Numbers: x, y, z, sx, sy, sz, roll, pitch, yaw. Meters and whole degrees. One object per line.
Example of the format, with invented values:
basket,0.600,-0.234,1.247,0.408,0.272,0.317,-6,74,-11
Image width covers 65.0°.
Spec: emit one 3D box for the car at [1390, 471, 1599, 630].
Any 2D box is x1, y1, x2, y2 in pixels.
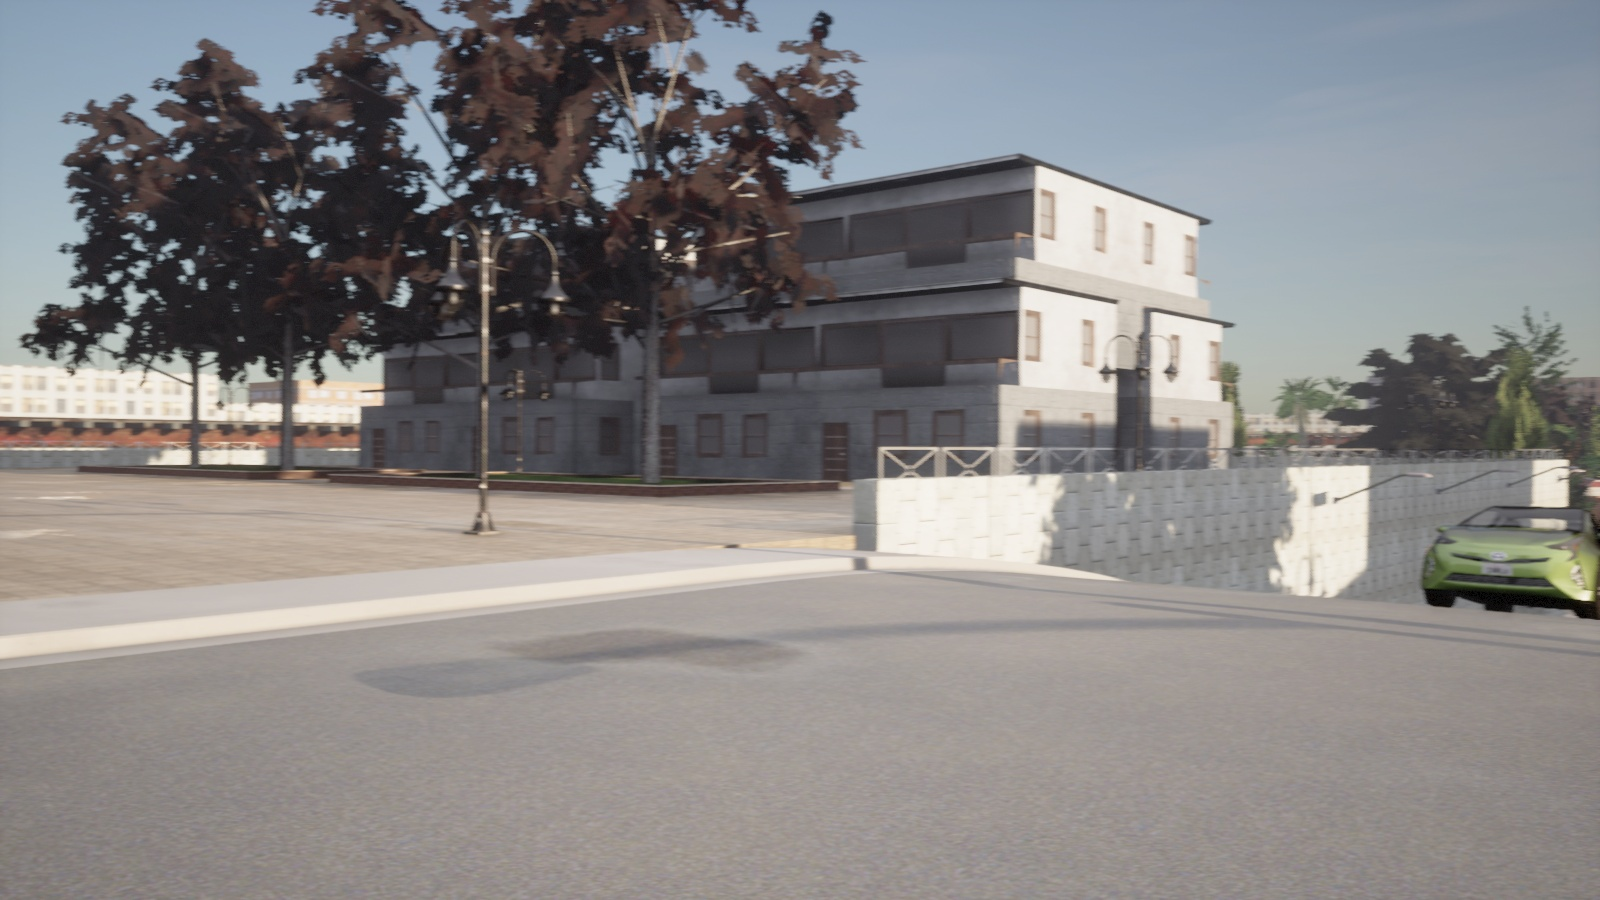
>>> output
car,9.455,1.391,16.314,2.007,1.525,4.514,0,-10,41
